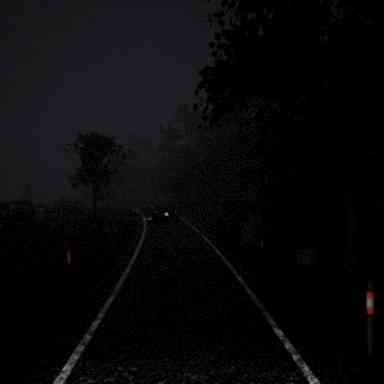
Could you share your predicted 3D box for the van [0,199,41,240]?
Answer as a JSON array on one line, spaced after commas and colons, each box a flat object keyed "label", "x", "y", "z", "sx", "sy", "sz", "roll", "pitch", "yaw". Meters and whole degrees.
[{"label": "van", "x": -9.665, "y": 1.352, "z": 17.192, "sx": 1.878, "sy": 1.987, "sz": 4.442, "roll": 2, "pitch": -2, "yaw": -9}]

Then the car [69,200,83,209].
[{"label": "car", "x": -20.912, "y": 2.242, "z": 59.689, "sx": 2.097, "sy": 1.535, "sz": 5.008, "roll": -1, "pitch": -1, "yaw": -23}]

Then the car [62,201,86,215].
[{"label": "car", "x": -13.842, "y": 1.877, "z": 39.261, "sx": 2.231, "sy": 1.521, "sz": 4.892, "roll": 2, "pitch": -2, "yaw": -15}]

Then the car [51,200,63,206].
[{"label": "car", "x": -34.492, "y": 2.793, "z": 85.048, "sx": 2.097, "sy": 1.535, "sz": 5.008, "roll": -2, "pitch": 0, "yaw": -31}]

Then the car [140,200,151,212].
[{"label": "car", "x": -5.364, "y": 1.687, "z": 41.511, "sx": 1.994, "sy": 1.385, "sz": 4.181, "roll": -1, "pitch": 0, "yaw": -14}]

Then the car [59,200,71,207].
[{"label": "car", "x": -29.019, "y": 2.650, "z": 76.048, "sx": 2.002, "sy": 1.452, "sz": 4.674, "roll": 0, "pitch": -1, "yaw": -29}]

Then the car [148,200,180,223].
[{"label": "car", "x": -2.102, "y": 1.565, "z": 25.552, "sx": 1.994, "sy": 1.385, "sz": 4.181, "roll": 0, "pitch": 0, "yaw": -9}]

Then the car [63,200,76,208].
[{"label": "car", "x": -26.048, "y": 2.492, "z": 70.570, "sx": 2.097, "sy": 1.535, "sz": 5.008, "roll": 0, "pitch": -1, "yaw": -27}]

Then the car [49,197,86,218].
[{"label": "car", "x": -12.485, "y": 1.536, "z": 33.806, "sx": 2.435, "sy": 2.045, "sz": 5.566, "roll": 2, "pitch": -2, "yaw": -13}]

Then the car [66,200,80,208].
[{"label": "car", "x": -23.489, "y": 2.366, "z": 65.467, "sx": 2.231, "sy": 1.521, "sz": 4.892, "roll": -1, "pitch": -1, "yaw": -25}]

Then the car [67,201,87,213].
[{"label": "car", "x": -15.374, "y": 1.969, "z": 44.638, "sx": 2.231, "sy": 1.521, "sz": 4.892, "roll": 2, "pitch": -2, "yaw": -16}]

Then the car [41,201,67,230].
[{"label": "car", "x": -10.399, "y": 1.631, "z": 22.658, "sx": 1.946, "sy": 1.575, "sz": 5.366, "roll": 2, "pitch": -1, "yaw": -7}]
